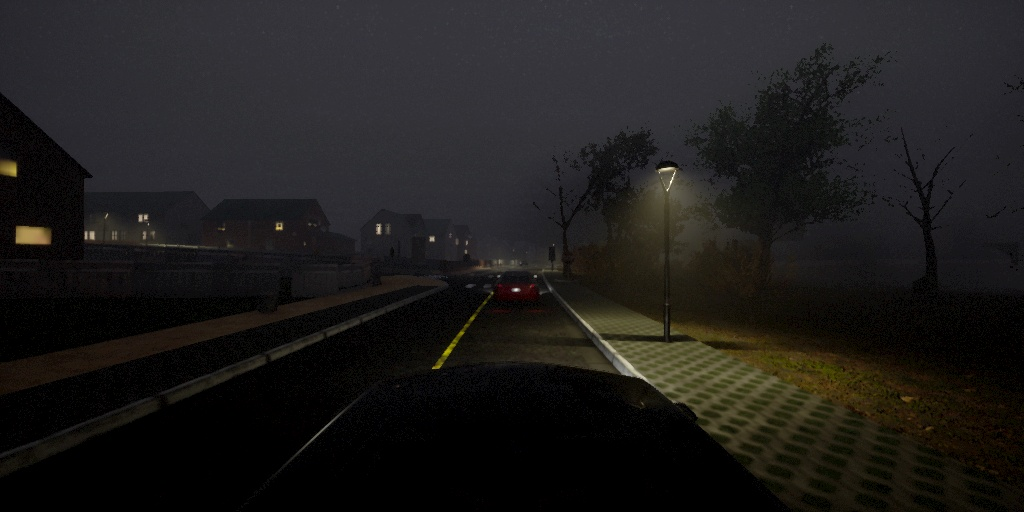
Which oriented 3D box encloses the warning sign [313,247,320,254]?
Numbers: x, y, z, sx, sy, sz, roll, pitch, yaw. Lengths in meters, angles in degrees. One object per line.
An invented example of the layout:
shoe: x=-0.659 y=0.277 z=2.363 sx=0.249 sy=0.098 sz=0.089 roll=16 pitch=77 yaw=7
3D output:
warning sign: x=-19.061 y=0.065 z=34.930 sx=1.060 sy=1.860 sz=1.300 roll=0 pitch=0 yaw=2

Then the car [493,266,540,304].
car: x=0.223 y=1.339 z=16.431 sx=1.994 sy=1.385 sz=4.181 roll=0 pitch=0 yaw=2

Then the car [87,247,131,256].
car: x=-38.526 y=-0.424 z=33.065 sx=5.357 sy=1.411 sz=2.033 roll=3 pitch=0 yaw=2
